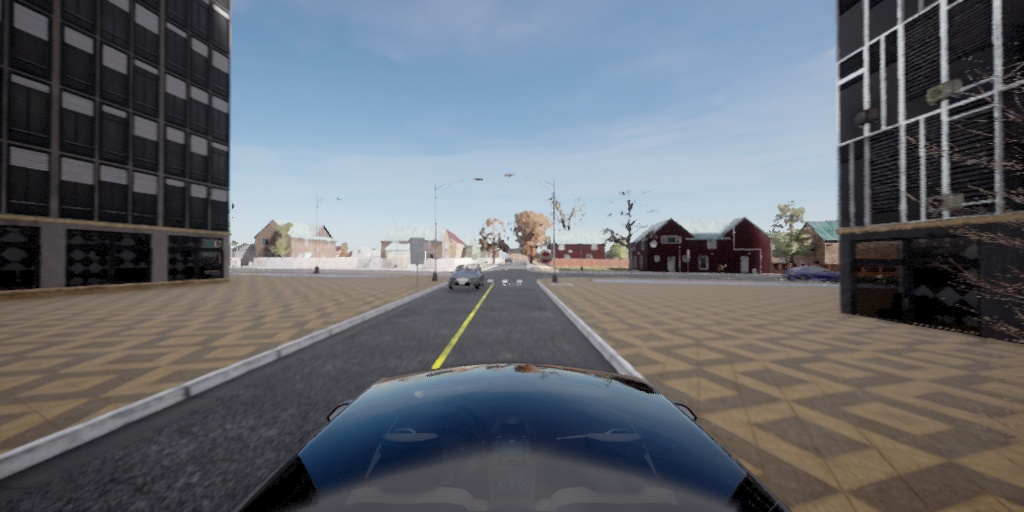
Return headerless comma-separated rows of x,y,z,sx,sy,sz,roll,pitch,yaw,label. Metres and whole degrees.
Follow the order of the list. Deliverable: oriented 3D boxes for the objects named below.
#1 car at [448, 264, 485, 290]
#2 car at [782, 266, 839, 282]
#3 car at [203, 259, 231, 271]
-2.772,1.267,22.624,2.128,1.511,4.902,0,0,1,car
26.764,1.607,31.829,4.674,1.442,1.812,1,0,8,car
-33.974,1.011,40.115,4.181,1.385,1.994,1,0,8,car
